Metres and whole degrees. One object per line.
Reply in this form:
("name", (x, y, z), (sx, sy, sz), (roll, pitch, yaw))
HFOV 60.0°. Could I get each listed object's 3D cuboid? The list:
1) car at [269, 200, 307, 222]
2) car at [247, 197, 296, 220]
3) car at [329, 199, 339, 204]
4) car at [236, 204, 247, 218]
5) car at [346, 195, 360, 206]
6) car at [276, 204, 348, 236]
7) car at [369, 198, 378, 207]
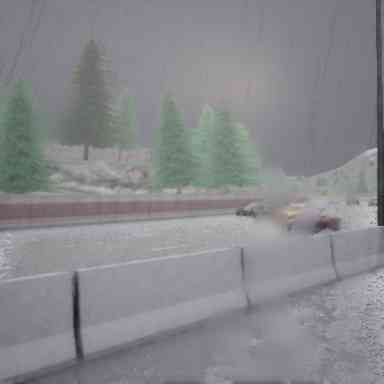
("car", (8.251, 1.683, 25.580), (1.882, 1.535, 5.008), (-1, -1, 44))
("car", (7.687, 1.478, 30.025), (2.150, 2.045, 5.566), (-1, -1, 43))
("car", (29.049, 2.007, 68.005), (1.895, 1.301, 4.718), (-1, -1, 25))
("car", (6.370, 1.783, 33.772), (1.882, 1.535, 5.008), (-1, 0, 42))
("car", (30.777, 1.602, 63.470), (2.150, 2.045, 5.566), (-1, -1, 27))
("car", (7.187, 1.678, 19.619), (4.674, 1.442, 1.812), (0, -1, -44))
("car", (31.937, 1.844, 57.989), (1.837, 1.490, 4.892), (-1, 0, 29))
